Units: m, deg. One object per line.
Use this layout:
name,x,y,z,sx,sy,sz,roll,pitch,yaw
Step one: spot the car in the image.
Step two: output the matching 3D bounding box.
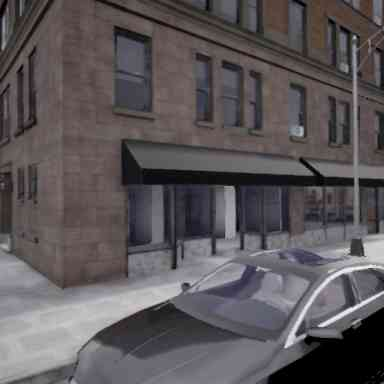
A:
car,1.081,1.523,3.935,4.902,1.511,2.128,0,-1,-39
